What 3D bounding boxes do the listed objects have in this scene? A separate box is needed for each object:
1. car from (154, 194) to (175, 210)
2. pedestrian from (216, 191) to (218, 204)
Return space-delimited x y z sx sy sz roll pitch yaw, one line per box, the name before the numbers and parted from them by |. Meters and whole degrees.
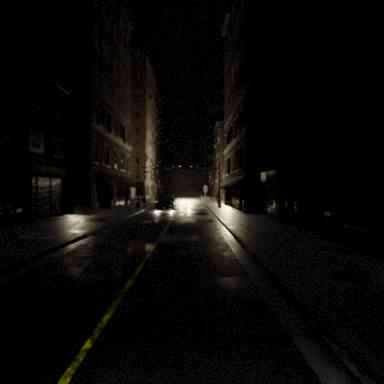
car | -3.069 1.062 38.162 2.097 1.767 4.553 0 1 0
pedestrian | 3.631 0.772 48.483 0.375 1.860 0.375 0 0 0
